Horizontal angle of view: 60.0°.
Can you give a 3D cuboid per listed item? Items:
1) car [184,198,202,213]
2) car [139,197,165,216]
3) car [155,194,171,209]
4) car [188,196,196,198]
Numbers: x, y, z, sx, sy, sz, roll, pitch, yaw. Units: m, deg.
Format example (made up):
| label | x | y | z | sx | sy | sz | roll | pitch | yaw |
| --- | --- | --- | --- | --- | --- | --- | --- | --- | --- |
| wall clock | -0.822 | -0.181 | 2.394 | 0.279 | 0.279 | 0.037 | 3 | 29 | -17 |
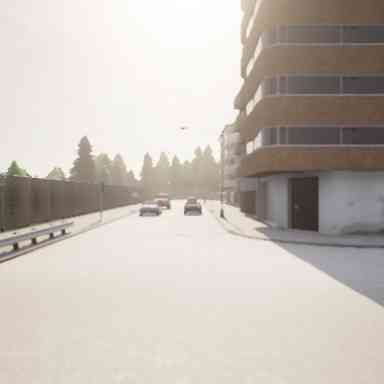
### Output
| label | x | y | z | sx | sy | sz | roll | pitch | yaw |
| --- | --- | --- | --- | --- | --- | --- | --- | --- | --- |
| car | 0.095 | 1.642 | 36.818 | 1.895 | 1.301 | 4.718 | 0 | 0 | 0 |
| car | -4.081 | 1.563 | 33.597 | 1.812 | 1.442 | 4.674 | 0 | 0 | 0 |
| car | -4.052 | 1.269 | 45.431 | 2.150 | 2.045 | 5.566 | 0 | 0 | 0 |
| car | 0.039 | 1.573 | 59.745 | 1.837 | 1.490 | 4.892 | 0 | 0 | 1 |
